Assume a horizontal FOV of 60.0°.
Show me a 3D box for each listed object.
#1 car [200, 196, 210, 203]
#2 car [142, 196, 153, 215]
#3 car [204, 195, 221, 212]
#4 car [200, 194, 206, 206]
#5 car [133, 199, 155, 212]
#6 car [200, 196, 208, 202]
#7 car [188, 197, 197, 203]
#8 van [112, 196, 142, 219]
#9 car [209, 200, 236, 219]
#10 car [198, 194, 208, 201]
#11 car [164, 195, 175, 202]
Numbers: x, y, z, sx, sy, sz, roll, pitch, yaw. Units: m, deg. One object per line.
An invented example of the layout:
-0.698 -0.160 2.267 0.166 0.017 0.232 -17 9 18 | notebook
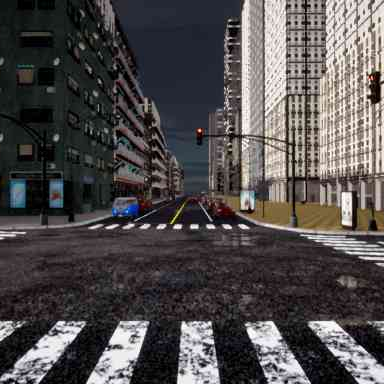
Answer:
2.770 1.590 72.605 1.887 1.381 4.507 0 0 0 | car
-5.648 1.327 33.921 2.192 1.841 5.009 0 0 0 | car
2.738 1.456 39.439 1.967 1.590 4.097 0 0 0 | car
2.754 1.468 56.022 1.967 1.590 4.097 0 0 0 | car
-5.644 1.560 39.449 1.887 1.381 4.507 0 0 0 | car
2.775 1.634 78.132 1.802 1.307 4.206 0 0 0 | car
0.169 1.643 69.688 1.895 1.301 4.718 0 0 0 | car
-5.653 1.351 28.393 1.690 1.788 3.998 0 0 0 | van
2.726 1.591 28.383 1.802 1.307 4.206 0 0 0 | car
2.782 1.373 83.660 2.192 1.841 5.009 0 0 0 | car
-5.604 1.492 78.141 1.967 1.590 4.097 0 0 0 | car
